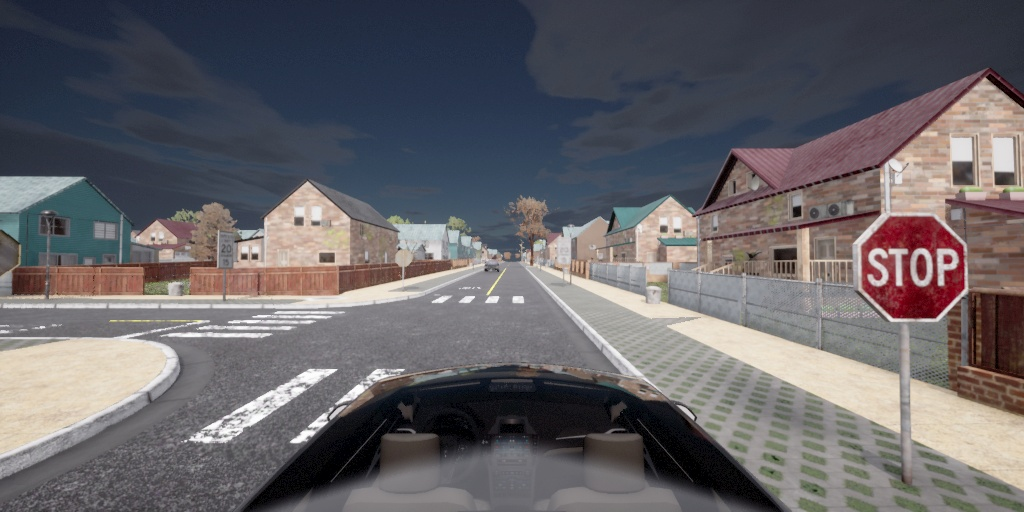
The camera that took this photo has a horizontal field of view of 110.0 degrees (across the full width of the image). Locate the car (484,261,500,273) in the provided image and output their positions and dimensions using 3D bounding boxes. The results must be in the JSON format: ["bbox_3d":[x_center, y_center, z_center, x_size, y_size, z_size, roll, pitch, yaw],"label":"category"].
[{"bbox_3d":[-2.489,1.310,45.365,2.033,1.411,5.357,0,0,0],"label":"car"}]
